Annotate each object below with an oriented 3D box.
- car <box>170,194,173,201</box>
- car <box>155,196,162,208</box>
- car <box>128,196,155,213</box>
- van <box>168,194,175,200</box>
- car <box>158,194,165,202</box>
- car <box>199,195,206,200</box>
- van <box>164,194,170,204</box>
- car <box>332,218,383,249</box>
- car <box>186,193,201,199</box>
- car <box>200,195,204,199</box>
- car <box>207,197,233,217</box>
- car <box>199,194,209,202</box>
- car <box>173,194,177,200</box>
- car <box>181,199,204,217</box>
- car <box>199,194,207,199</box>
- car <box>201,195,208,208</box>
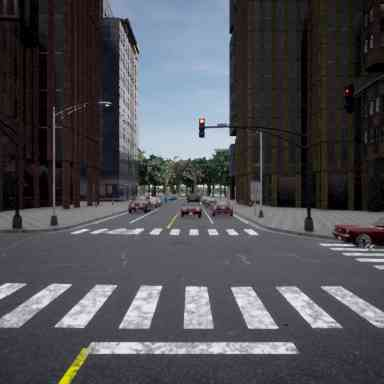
[{"bbox_3d":[-5.741,1.570,69.740,2.008,1.369,4.403,0,0,0],"label":"car"},{"bbox_3d":[-5.748,1.591,47.990,1.802,1.307,4.206,0,0,0],"label":"car"},{"bbox_3d":[-5.752,1.321,37.115,2.192,1.841,5.009,0,0,0],"label":"car"},{"bbox_3d":[-5.735,1.376,91.491,1.690,1.788,3.998,0,0,0],"label":"van"},{"bbox_3d":[-5.746,1.537,53.258,1.752,1.417,4.829,0,0,0],"label":"car"},{"bbox_3d":[2.790,1.560,91.658,1.752,1.417,4.829,0,0,0],"label":"car"},{"bbox_3d":[-5.743,1.358,64.303,1.690,1.788,3.998,0,0,0],"label":"van"},{"bbox_3d":[8.881,1.803,14.803,4.718,1.301,1.895,1,0,5],"label":"car"},{"bbox_3d":[0.120,1.237,59.912,2.150,2.045,5.566,0,0,0],"label":"car"},{"bbox_3d":[2.779,1.556,53.425,1.887,1.381,4.507,0,0,0],"label":"car"},{"bbox_3d":[2.772,1.444,31.675,1.967,1.590,4.097,0,0,0],"label":"car"},{"bbox_3d":[2.787,1.341,80.613,2.192,1.841,5.009,0,0,0],"label":"car"},{"bbox_3d":[-5.736,1.596,86.053,1.947,1.339,4.313,0,0,0],"label":"car"},{"bbox_3d":[-0.009,1.605,31.662,1.895,1.301,4.718,0,0,2],"label":"car"},{"bbox_3d":[2.781,1.559,58.862,1.887,1.381,4.507,0,0,0],"label":"car"},{"bbox_3d":[2.777,1.560,47.987,2.008,1.369,4.403,0,0,0],"label":"car"}]
